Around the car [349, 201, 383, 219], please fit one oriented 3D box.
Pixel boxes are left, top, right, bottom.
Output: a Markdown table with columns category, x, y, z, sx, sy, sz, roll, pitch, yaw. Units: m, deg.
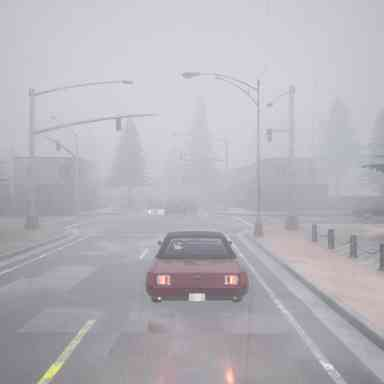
| category | x | y | z | sx | sy | sz | roll | pitch | yaw |
| --- | --- | --- | --- | --- | --- | --- | --- | --- | --- |
| car | 15.775 | 1.476 | 27.844 | 4.902 | 1.511 | 2.128 | 0 | 0 | 2 |

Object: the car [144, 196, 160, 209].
| category | x | y | z | sx | sy | sz | roll | pitch | yaw |
| --- | --- | --- | --- | --- | --- | --- | --- | --- | --- |
| car | -4.818 | 1.530 | 43.404 | 1.994 | 1.385 | 4.181 | 0 | 0 | -6 |

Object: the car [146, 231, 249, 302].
| category | x | y | z | sx | sy | sz | roll | pitch | yaw |
| --- | --- | --- | --- | --- | --- | --- | --- | --- | --- |
| car | 0.075 | 1.601 | 8.187 | 1.895 | 1.301 | 4.718 | 0 | 0 | -1 |

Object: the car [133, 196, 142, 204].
| category | x | y | z | sx | sy | sz | roll | pitch | yaw |
| --- | --- | --- | --- | --- | --- | --- | --- | --- | --- |
| car | -9.568 | 1.443 | 61.890 | 1.882 | 1.535 | 5.008 | 0 | 0 | -23 |

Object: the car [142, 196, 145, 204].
| category | x | y | z | sx | sy | sz | roll | pitch | yaw |
| --- | --- | --- | --- | --- | --- | --- | --- | --- | --- |
| car | -6.319 | 1.470 | 52.153 | 1.837 | 1.490 | 4.892 | 0 | 0 | -15 |

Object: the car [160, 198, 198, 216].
| category | x | y | z | sx | sy | sz | roll | pitch | yaw |
| --- | --- | --- | --- | --- | --- | --- | --- | --- | --- |
| car | -0.945 | 1.323 | 32.230 | 2.097 | 1.767 | 4.553 | 0 | 0 | 19 |
